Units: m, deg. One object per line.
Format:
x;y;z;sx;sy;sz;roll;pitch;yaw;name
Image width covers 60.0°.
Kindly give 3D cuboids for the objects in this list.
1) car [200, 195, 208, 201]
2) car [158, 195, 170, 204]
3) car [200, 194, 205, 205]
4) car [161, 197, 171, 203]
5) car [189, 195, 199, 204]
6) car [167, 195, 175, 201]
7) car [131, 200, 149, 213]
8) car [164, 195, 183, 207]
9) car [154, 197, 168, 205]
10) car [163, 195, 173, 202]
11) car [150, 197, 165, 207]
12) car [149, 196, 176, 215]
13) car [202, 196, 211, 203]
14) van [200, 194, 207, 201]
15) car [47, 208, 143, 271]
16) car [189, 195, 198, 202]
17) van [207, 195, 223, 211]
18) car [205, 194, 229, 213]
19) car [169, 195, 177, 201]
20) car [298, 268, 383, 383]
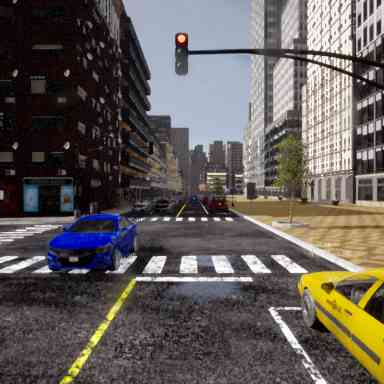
3.072;1.611;86.284;1.752;1.417;4.829;0;0;0;car
-5.409;1.486;64.045;1.967;1.590;4.097;0;0;0;car
2.946;1.352;58.481;2.192;1.841;5.009;0;0;0;car
-5.384;1.637;69.572;1.802;1.307;4.206;0;0;0;car
0.398;1.402;66.684;2.097;1.767;4.553;0;0;0;car
-5.310;1.610;85.982;1.752;1.417;4.829;0;0;0;car
-5.531;1.562;36.412;2.008;1.369;4.403;0;0;0;car
-2.858;1.517;50.468;2.128;1.511;4.902;0;0;0;car
-5.433;1.582;58.518;1.887;1.381;4.507;0;0;0;car
-5.360;1.504;75.098;1.967;1.590;4.097;0;0;0;car
-5.457;1.580;52.992;2.008;1.369;4.403;0;0;0;car
-2.944;1.514;34.416;1.837;1.490;4.892;0;0;1;car
2.996;1.600;69.534;1.887;1.381;4.507;0;0;0;car
3.094;1.438;91.640;1.690;1.788;3.998;0;0;0;van
-3.058;1.510;11.129;1.882;1.535;5.008;0;-1;0;car
0.346;1.567;76.579;1.837;1.490;4.892;0;0;0;car
2.872;1.357;41.901;1.690;1.788;3.998;0;0;0;van
2.847;1.326;36.375;2.192;1.841;5.009;0;0;0;car
-5.285;1.641;91.677;1.887;1.381;4.507;0;0;0;car
2.704;1.525;4.133;1.752;1.417;4.829;0;0;0;car
